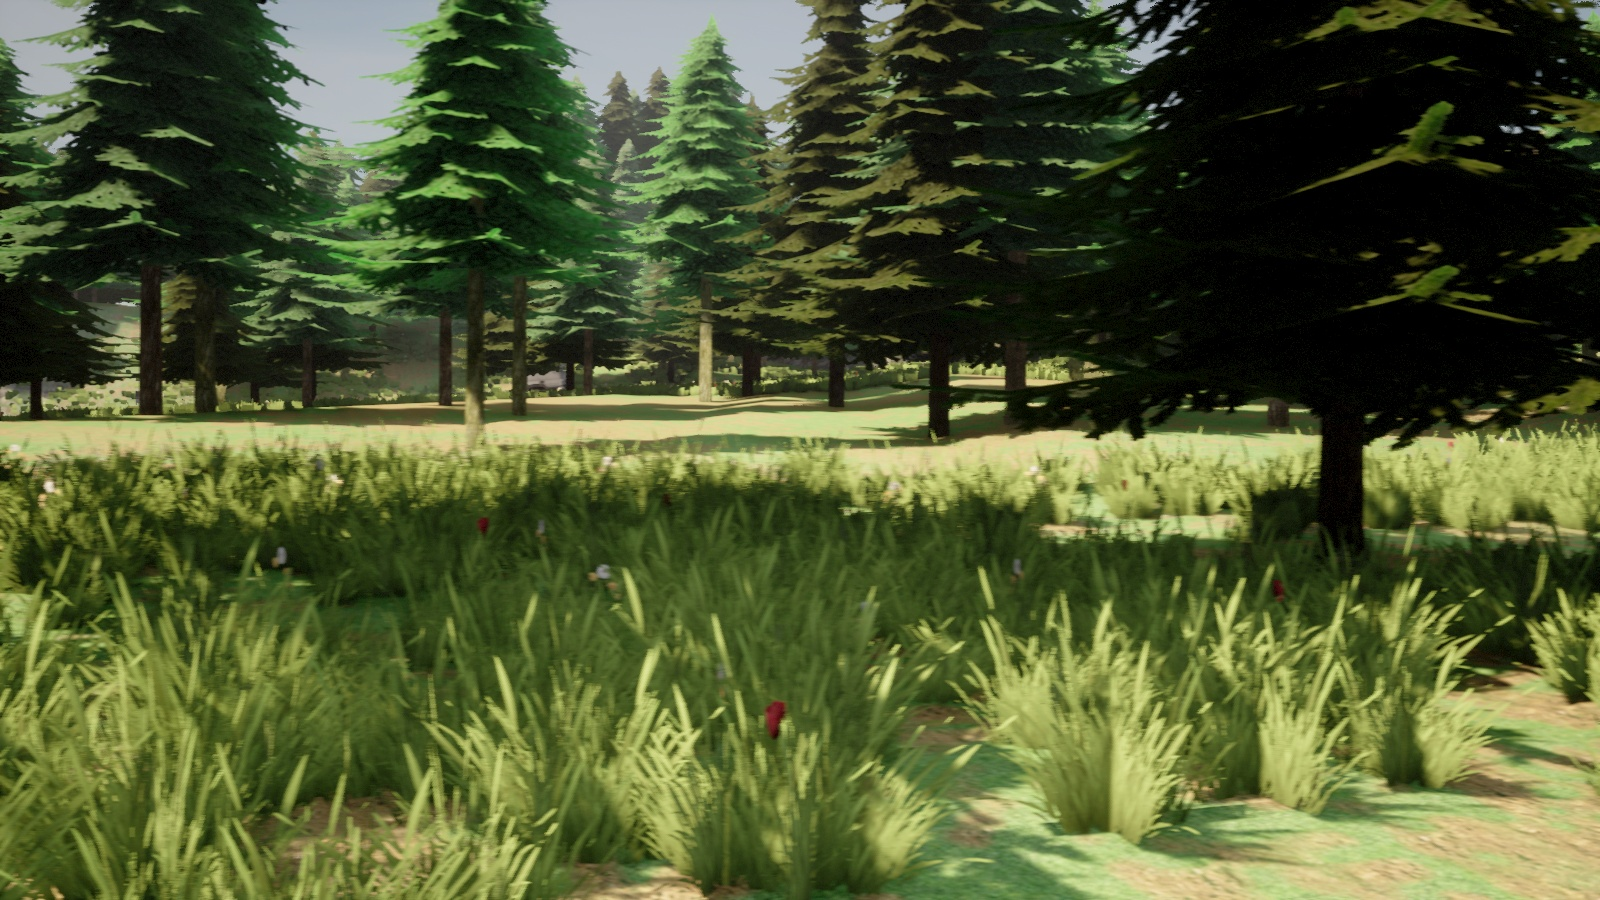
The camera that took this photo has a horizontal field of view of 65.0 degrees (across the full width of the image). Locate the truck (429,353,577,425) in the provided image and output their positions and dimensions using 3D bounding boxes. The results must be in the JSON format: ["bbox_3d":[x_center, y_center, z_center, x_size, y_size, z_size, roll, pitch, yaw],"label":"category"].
[{"bbox_3d":[-17.737,-3.629,75.499,7.936,3.462,2.891,-6,1,-2],"label":"truck"}]
